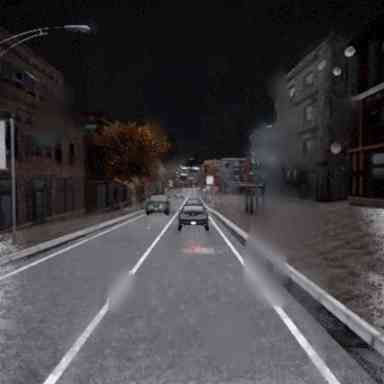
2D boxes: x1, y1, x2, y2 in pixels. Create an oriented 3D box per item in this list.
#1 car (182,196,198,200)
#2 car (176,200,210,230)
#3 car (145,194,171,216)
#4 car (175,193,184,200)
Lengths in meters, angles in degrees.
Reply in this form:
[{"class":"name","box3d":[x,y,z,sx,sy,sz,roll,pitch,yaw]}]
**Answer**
[{"class":"car","box3d":[0.078,1.545,40.151,2.033,1.411,5.357,0,0,0]},{"class":"car","box3d":[0.079,1.521,21.339,1.837,1.490,4.892,0,0,0]},{"class":"car","box3d":[-3.271,1.244,33.364,2.150,2.045,5.566,0,0,0]},{"class":"car","box3d":[-2.883,0.960,75.192,1.882,1.535,5.008,0,1,0]}]
